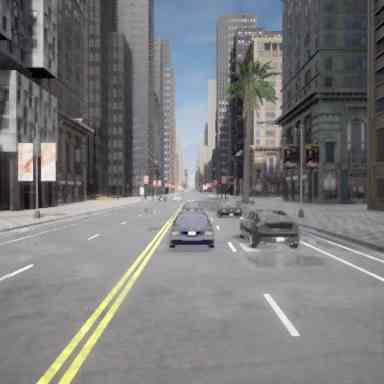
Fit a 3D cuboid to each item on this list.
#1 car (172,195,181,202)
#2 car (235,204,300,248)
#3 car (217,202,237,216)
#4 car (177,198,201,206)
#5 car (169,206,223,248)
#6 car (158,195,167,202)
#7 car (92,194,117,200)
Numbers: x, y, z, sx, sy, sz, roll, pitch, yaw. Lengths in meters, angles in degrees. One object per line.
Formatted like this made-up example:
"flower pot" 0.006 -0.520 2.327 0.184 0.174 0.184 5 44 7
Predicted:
"car" -3.250 1.407 73.970 1.812 1.442 4.674 0 0 0
"car" 3.250 1.501 14.650 1.837 1.490 4.892 0 0 0
"car" 3.250 1.584 29.681 1.895 1.301 4.718 0 0 0
"car" 0.000 1.531 29.651 2.033 1.411 5.357 0 0 0
"car" 0.000 1.548 14.650 2.033 1.411 5.357 0 0 0
"car" -6.500 1.408 73.970 2.128 1.511 4.902 0 0 0
"car" -23.842 1.690 90.854 4.829 1.417 1.752 -1 1 0
